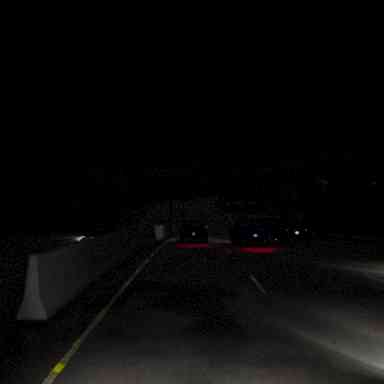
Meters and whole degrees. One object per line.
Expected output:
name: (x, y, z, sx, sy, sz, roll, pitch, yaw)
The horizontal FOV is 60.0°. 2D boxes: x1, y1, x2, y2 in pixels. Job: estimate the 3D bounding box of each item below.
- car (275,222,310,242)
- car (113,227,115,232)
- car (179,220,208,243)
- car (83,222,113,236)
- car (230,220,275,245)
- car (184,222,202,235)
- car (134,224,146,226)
car: (7.105, 2.931, 24.525, 1.994, 1.385, 4.181, 0, -6, 0)
car: (-13.999, 5.874, 54.270, 1.994, 1.385, 4.181, 0, -6, 0)
car: (0.105, 2.785, 23.911, 1.882, 1.535, 5.008, 0, -5, 0)
car: (-10.568, 4.070, 36.903, 1.882, 1.535, 5.008, 0, -6, 0)
car: (3.604, 2.533, 21.333, 1.882, 1.535, 5.008, 0, -5, 0)
car: (0.107, 4.734, 43.464, 2.128, 1.511, 4.902, 0, -6, 0)
car: (-7.023, 4.960, 44.648, 1.895, 1.301, 4.718, 0, -6, 1)
